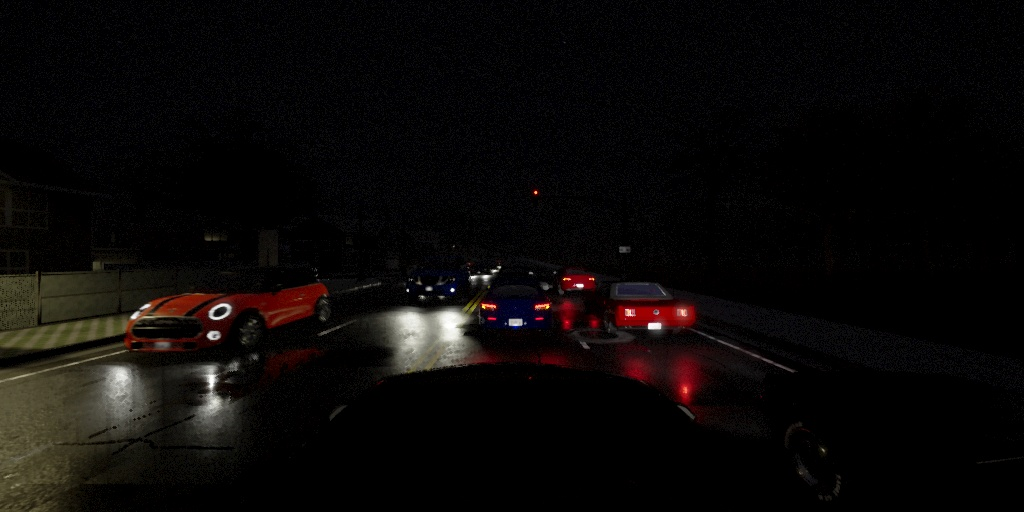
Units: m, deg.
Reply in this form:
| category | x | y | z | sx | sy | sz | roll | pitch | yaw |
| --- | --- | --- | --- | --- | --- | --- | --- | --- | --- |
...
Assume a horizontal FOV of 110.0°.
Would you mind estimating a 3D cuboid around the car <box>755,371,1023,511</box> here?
| category | x | y | z | sx | sy | sz | roll | pitch | yaw |
| --- | --- | --- | --- | --- | --- | --- | --- | --- | --- |
| car | 3.348 | 1.351 | 1.414 | 1.895 | 1.301 | 4.718 | 0 | 0 | 0 |

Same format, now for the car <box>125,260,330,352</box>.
| category | x | y | z | sx | sy | sz | roll | pitch | yaw |
| --- | --- | --- | --- | --- | --- | --- | --- | --- | --- |
| car | -6.595 | 1.101 | 9.012 | 2.097 | 1.767 | 4.553 | 0 | 0 | 0 |

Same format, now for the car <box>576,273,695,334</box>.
| category | x | y | z | sx | sy | sz | roll | pitch | yaw |
| --- | --- | --- | --- | --- | --- | --- | --- | --- | --- |
| car | 3.342 | 1.351 | 10.582 | 1.895 | 1.301 | 4.718 | 0 | 0 | 0 |

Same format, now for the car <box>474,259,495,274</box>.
| category | x | y | z | sx | sy | sz | roll | pitch | yaw |
| --- | --- | --- | --- | --- | --- | --- | --- | --- | --- |
| car | -3.319 | 1.293 | 38.661 | 2.033 | 1.411 | 5.357 | 0 | 0 | 0 |

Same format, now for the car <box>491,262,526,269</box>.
| category | x | y | z | sx | sy | sz | roll | pitch | yaw |
| --- | --- | --- | --- | --- | --- | --- | --- | --- | --- |
| car | 0.071 | 1.255 | 19.364 | 1.837 | 1.490 | 4.892 | 0 | 0 | 0 |

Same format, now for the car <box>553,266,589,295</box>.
| category | x | y | z | sx | sy | sz | roll | pitch | yaw |
| --- | --- | --- | --- | --- | --- | --- | --- | --- | --- |
| car | 3.323 | 1.276 | 19.690 | 1.812 | 1.442 | 4.674 | 0 | 0 | 0 |

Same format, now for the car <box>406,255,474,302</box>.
| category | x | y | z | sx | sy | sz | roll | pitch | yaw |
| --- | --- | --- | --- | --- | --- | --- | --- | --- | --- |
| car | -3.339 | 0.973 | 17.198 | 2.150 | 2.045 | 5.566 | 0 | 0 | 0 |

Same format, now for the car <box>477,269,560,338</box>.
| category | x | y | z | sx | sy | sz | roll | pitch | yaw |
| --- | --- | --- | --- | --- | --- | --- | --- | --- | --- |
| car | 0.089 | 1.276 | 10.102 | 1.812 | 1.442 | 4.674 | 0 | 0 | 0 |

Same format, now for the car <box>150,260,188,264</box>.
| category | x | y | z | sx | sy | sz | roll | pitch | yaw |
| --- | --- | --- | --- | --- | --- | --- | --- | --- | --- |
| car | -28.436 | 1.148 | 30.444 | 4.553 | 1.767 | 2.097 | 0 | 0 | 0 |

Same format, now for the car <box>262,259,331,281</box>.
| category | x | y | z | sx | sy | sz | roll | pitch | yaw |
| --- | --- | --- | --- | --- | --- | --- | --- | --- | --- |
| car | -18.192 | 1.130 | 30.416 | 4.553 | 1.767 | 2.097 | 0 | 0 | 0 |

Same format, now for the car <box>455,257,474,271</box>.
| category | x | y | z | sx | sy | sz | roll | pitch | yaw |
| --- | --- | --- | --- | --- | --- | --- | --- | --- | --- |
| car | -6.557 | 1.089 | 49.802 | 2.097 | 1.767 | 4.553 | 0 | 0 | 0 |

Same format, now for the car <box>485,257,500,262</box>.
| category | x | y | z | sx | sy | sz | roll | pitch | yaw |
| --- | --- | --- | --- | --- | --- | --- | --- | --- | --- |
| car | -3.305 | 1.089 | 52.290 | 2.097 | 1.767 | 4.553 | 0 | 0 | 0 |
